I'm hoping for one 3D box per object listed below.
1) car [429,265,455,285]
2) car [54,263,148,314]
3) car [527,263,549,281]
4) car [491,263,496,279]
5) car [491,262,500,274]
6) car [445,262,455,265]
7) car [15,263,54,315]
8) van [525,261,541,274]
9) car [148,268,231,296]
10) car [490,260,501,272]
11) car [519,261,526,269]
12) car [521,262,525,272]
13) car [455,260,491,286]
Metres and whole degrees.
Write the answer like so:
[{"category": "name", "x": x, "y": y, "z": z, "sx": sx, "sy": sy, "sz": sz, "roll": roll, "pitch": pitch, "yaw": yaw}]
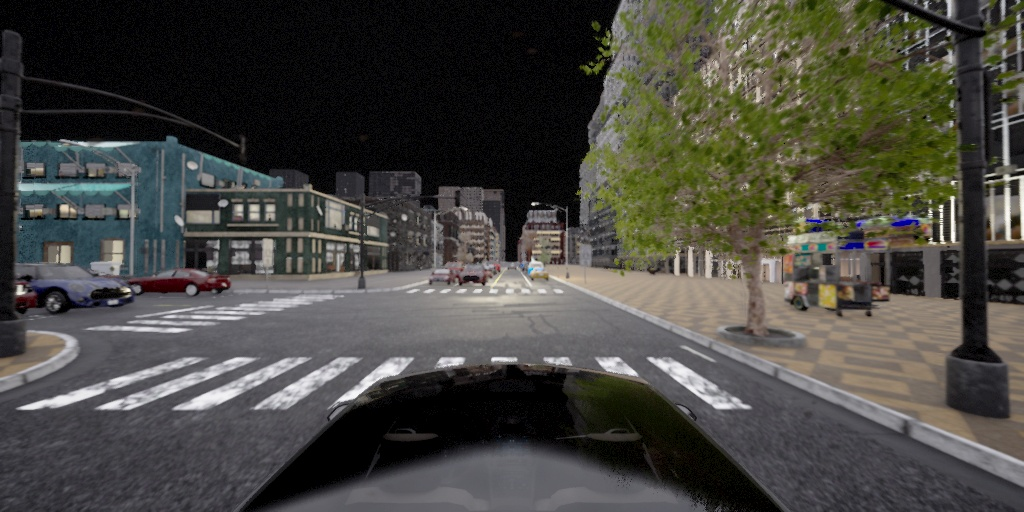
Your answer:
[{"category": "car", "x": -5.686, "y": 1.676, "z": 29.679, "sx": 1.802, "sy": 1.307, "sz": 4.207, "roll": 0, "pitch": 0, "yaw": 0}, {"category": "car", "x": -16.537, "y": 1.045, "z": 12.886, "sx": 4.553, "sy": 1.767, "sz": 2.097, "roll": 1, "pitch": -1, "yaw": 0}, {"category": "car", "x": 2.695, "y": 1.688, "z": 35.401, "sx": 1.751, "sy": 1.417, "sz": 4.829, "roll": 0, "pitch": 0, "yaw": 0}, {"category": "car", "x": -3.095, "y": 1.777, "z": 39.298, "sx": 1.994, "sy": 1.385, "sz": 4.181, "roll": 0, "pitch": -1, "yaw": 0}, {"category": "car", "x": -3.084, "y": 1.863, "z": 49.380, "sx": 1.812, "sy": 1.442, "sz": 4.674, "roll": 0, "pitch": -1, "yaw": 0}, {"category": "car", "x": -5.685, "y": 1.478, "z": 35.229, "sx": 2.192, "sy": 1.841, "sz": 5.009, "roll": 0, "pitch": 0, "yaw": 0}, {"category": "car", "x": -17.158, "y": 0.955, "z": 10.296, "sx": 5.009, "sy": 1.841, "sz": 2.192, "roll": 0, "pitch": 0, "yaw": -1}, {"category": "van", "x": 2.696, "y": 1.572, "z": 40.782, "sx": 1.690, "sy": 1.789, "sz": 3.998, "roll": 0, "pitch": 0, "yaw": 0}, {"category": "car", "x": -17.275, "y": 1.329, "z": 18.675, "sx": 4.507, "sy": 1.381, "sz": 1.888, "roll": 0, "pitch": 0, "yaw": -1}, {"category": "car", "x": -3.039, "y": 1.690, "z": 59.976, "sx": 2.150, "sy": 2.045, "sz": 5.566, "roll": 0, "pitch": -1, "yaw": 1}, {"category": "car", "x": 2.699, "y": 2.071, "z": 62.984, "sx": 1.948, "sy": 1.339, "sz": 4.313, "roll": 0, "pitch": 0, "yaw": 0}, {"category": "car", "x": 2.697, "y": 1.919, "z": 51.883, "sx": 2.007, "sy": 1.370, "sz": 4.403, "roll": 0, "pitch": 0, "yaw": 0}, {"category": "car", "x": -3.096, "y": 1.443, "z": 29.388, "sx": 2.097, "sy": 1.767, "sz": 4.553, "roll": 0, "pitch": -1, "yaw": 0}]
